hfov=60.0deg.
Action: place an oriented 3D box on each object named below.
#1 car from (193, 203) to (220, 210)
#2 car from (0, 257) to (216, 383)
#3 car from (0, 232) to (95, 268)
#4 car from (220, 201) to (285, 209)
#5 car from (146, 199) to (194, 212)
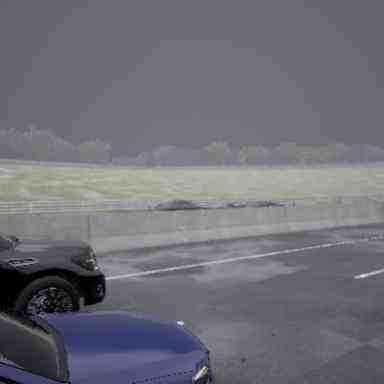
[{"bbox_3d":[2.779,1.496,26.533,4.718,1.301,1.895,0,0,-33],"label":"car"},{"bbox_3d":[-1.959,1.527,2.273,4.674,1.442,1.812,0,0,-33],"label":"car"},{"bbox_3d":[-4.203,1.224,4.987,5.566,2.045,2.150,0,0,-33],"label":"car"},{"bbox_3d":[4.691,1.402,23.602,4.892,1.490,1.837,0,0,-33],"label":"car"},{"bbox_3d":[-1.479,1.411,27.929,4.892,1.490,1.837,0,0,-33],"label":"car"}]
